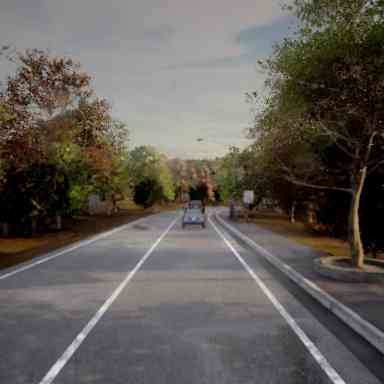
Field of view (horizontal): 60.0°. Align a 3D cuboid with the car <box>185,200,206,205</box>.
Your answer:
[{"bbox_3d":[0.664,2.095,44.382,2.150,2.045,5.566,0,-1,2],"label":"car"}]

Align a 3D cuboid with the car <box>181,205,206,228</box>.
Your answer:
[{"bbox_3d":[0.129,2.024,26.314,2.033,1.411,5.357,0,-1,0],"label":"car"}]
